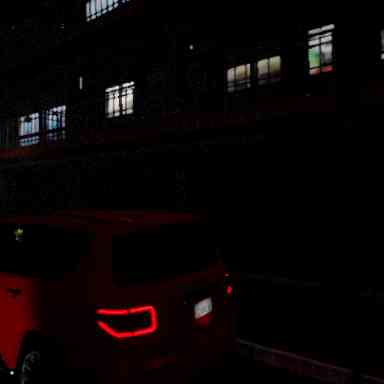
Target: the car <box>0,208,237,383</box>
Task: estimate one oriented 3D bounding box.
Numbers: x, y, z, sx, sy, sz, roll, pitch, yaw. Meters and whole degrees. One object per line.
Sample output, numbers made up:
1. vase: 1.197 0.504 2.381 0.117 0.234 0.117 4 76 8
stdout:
1. car: -2.071 1.266 4.863 5.566 2.045 2.150 -1 0 35
